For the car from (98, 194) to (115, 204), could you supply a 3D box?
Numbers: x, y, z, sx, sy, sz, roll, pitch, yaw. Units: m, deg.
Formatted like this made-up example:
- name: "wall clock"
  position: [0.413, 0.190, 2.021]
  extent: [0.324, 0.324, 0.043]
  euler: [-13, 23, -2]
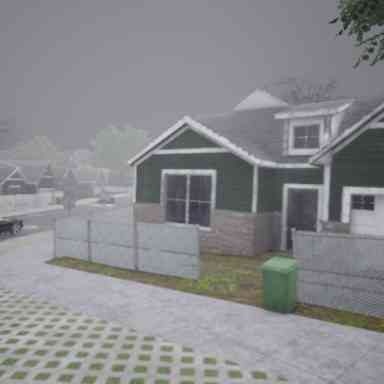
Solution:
- name: "car"
  position: [-13.389, 1.054, 52.223]
  extent: [1.837, 1.490, 4.892]
  euler: [2, 1, -3]

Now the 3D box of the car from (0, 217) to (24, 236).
- name: "car"
  position: [-10.807, 1.749, 17.107]
  extent: [1.895, 1.301, 4.718]
  euler: [2, 1, 7]
